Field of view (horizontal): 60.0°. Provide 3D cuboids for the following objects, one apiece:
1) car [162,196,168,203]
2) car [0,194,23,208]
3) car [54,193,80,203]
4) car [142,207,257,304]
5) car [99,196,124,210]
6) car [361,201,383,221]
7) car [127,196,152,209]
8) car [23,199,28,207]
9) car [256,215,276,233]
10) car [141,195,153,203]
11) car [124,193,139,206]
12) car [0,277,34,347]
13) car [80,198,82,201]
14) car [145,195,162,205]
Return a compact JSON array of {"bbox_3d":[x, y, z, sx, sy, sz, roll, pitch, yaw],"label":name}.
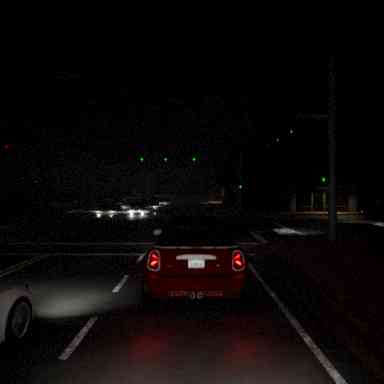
[{"bbox_3d":[-6.285,1.548,71.327,1.994,1.385,4.181,0,0,2],"label":"car"},{"bbox_3d":[-24.873,1.153,42.862,4.605,1.855,1.932,0,0,0],"label":"car"},{"bbox_3d":[-24.790,1.156,65.379,3.866,1.878,1.905,0,0,0],"label":"car"},{"bbox_3d":[0.081,1.351,8.278,2.097,1.767,4.553,0,0,0],"label":"car"},{"bbox_3d":[-10.628,1.478,43.268,1.882,1.535,5.008,0,0,1],"label":"car"},{"bbox_3d":[16.419,1.477,26.077,5.008,1.535,1.882,0,0,0],"label":"car"},{"bbox_3d":[-7.093,1.601,45.357,1.895,1.301,4.718,0,0,0],"label":"car"},{"bbox_3d":[-24.810,1.156,45.756,3.866,1.878,1.905,0,0,0],"label":"car"},{"bbox_3d":[1.911,1.561,18.878,5.357,1.411,2.033,0,0,-3],"label":"car"},{"bbox_3d":[-9.763,1.463,72.126,1.882,1.535,5.008,0,0,2],"label":"car"},{"bbox_3d":[-10.289,1.221,56.678,2.150,2.045,5.566,0,0,2],"label":"car"},{"bbox_3d":[-3.431,1.526,3.357,1.812,1.442,4.674,0,0,1],"label":"car"},{"bbox_3d":[-24.771,1.395,68.275,3.806,1.475,1.970,0,0,0],"label":"car"},{"bbox_3d":[-6.776,1.501,57.005,1.837,1.490,4.892,0,1,2],"label":"car"}]
